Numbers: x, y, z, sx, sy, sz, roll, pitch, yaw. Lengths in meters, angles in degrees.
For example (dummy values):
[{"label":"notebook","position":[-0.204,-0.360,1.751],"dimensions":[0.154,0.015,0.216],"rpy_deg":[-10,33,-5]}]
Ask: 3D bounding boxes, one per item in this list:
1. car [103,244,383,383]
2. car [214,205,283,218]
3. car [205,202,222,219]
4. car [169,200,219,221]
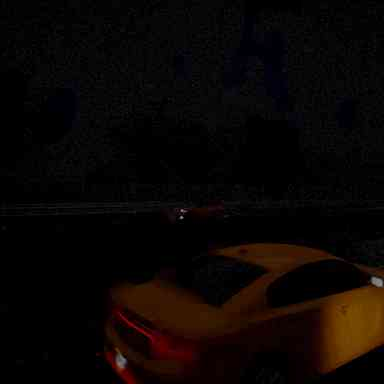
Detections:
[{"label":"car","position":[1.319,1.488,4.686],"dimensions":[5.008,1.535,1.882],"rpy_deg":[0,0,-36]},{"label":"car","position":[3.906,1.640,19.673],"dimensions":[4.718,1.301,1.895],"rpy_deg":[0,0,-35]},{"label":"car","position":[3.367,1.609,23.584],"dimensions":[4.181,1.385,1.994],"rpy_deg":[0,0,-35]},{"label":"car","position":[0.453,1.393,25.804],"dimensions":[4.553,1.767,2.097],"rpy_deg":[0,0,-35]}]
